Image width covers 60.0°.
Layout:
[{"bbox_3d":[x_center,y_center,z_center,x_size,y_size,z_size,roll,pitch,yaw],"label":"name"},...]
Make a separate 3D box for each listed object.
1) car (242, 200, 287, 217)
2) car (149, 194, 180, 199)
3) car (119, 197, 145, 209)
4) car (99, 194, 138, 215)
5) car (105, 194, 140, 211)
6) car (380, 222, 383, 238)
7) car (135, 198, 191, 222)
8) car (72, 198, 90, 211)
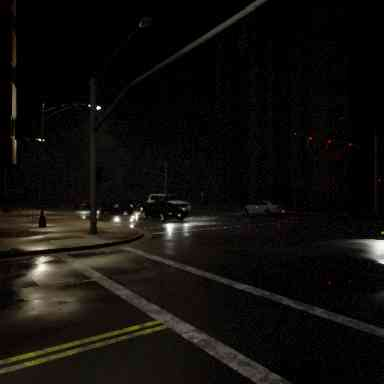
[{"bbox_3d":[6.854,1.526,31.820,1.812,1.442,4.674,0,0,-37],"label":"car"},{"bbox_3d":[-2.390,1.221,32.491,2.150,2.045,5.566,0,0,-36],"label":"car"},{"bbox_3d":[-8.511,1.526,47.099,1.812,1.442,4.674,0,0,-36],"label":"car"},{"bbox_3d":[-7.712,1.352,33.847,2.097,1.767,4.553,0,0,-36],"label":"car"},{"bbox_3d":[-8.707,1.221,41.170,2.150,2.045,5.566,0,0,-36],"label":"car"},{"bbox_3d":[10.924,1.564,16.102,4.181,1.385,1.994,0,0,-36],"label":"car"},{"bbox_3d":[-2.381,1.505,26.534,1.837,1.490,4.892,0,0,-36],"label":"car"},{"bbox_3d":[-13.670,1.478,42.070,1.882,1.535,5.008,0,0,-36],"label":"car"}]
